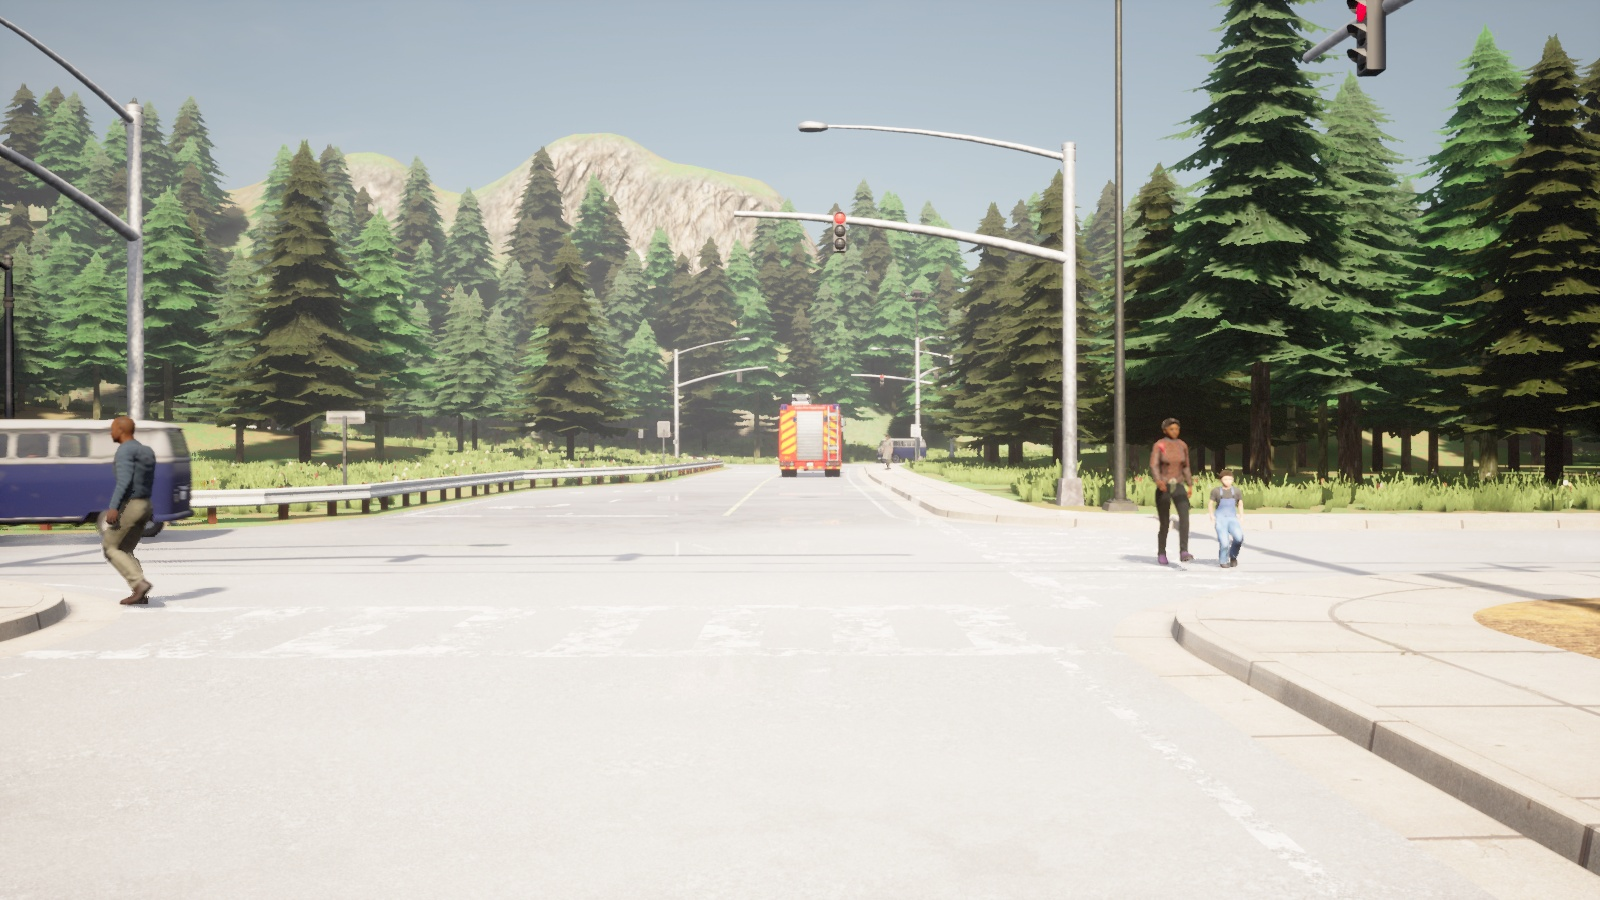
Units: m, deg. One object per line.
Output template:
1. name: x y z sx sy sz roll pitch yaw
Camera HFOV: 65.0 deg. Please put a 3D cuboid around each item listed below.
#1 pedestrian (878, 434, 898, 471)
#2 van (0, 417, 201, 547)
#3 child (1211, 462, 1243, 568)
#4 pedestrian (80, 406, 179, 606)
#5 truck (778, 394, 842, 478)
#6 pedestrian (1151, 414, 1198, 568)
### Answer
1. pedestrian: 4.680 0.136 66.664 0.873 1.952 0.659 0 0 -37
2. van: -12.205 0.479 20.123 4.442 1.987 1.775 0 0 -15
3. child: 5.168 0.774 15.207 0.270 1.263 0.437 0 0 6
4. pedestrian: -6.247 0.515 11.714 0.726 1.835 0.370 0 0 0
5. truck: 0.582 -0.660 61.508 2.891 3.827 8.468 0 0 2
6. pedestrian: 4.500 0.480 15.117 0.328 1.805 0.869 0 0 1
